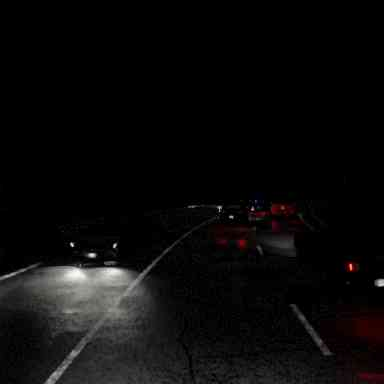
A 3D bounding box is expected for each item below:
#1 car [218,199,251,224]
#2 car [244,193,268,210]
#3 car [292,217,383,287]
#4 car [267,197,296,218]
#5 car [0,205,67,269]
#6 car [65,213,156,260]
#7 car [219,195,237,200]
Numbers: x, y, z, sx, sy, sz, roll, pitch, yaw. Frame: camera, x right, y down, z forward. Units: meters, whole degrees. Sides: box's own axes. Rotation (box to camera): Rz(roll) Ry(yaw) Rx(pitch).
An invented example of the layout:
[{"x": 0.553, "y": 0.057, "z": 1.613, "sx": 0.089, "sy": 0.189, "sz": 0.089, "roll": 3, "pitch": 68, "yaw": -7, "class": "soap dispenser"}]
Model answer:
[{"x": 3.134, "y": 1.494, "z": 24.429, "sx": 1.812, "sy": 1.442, "sz": 4.674, "roll": 0, "pitch": 0, "yaw": 13, "class": "car"}, {"x": 8.529, "y": 1.180, "z": 41.691, "sx": 2.150, "sy": 2.045, "sz": 5.566, "roll": 0, "pitch": 0, "yaw": 22, "class": "car"}, {"x": 4.160, "y": 1.598, "z": 9.141, "sx": 1.895, "sy": 1.301, "sz": 4.718, "roll": 0, "pitch": 0, "yaw": 5, "class": "car"}, {"x": 8.059, "y": 1.332, "z": 29.495, "sx": 2.097, "sy": 1.767, "sz": 4.553, "roll": 0, "pitch": 0, "yaw": 15, "class": "car"}, {"x": -6.338, "y": 1.314, "z": 11.025, "sx": 2.097, "sy": 1.767, "sz": 4.553, "roll": 0, "pitch": 0, "yaw": 6, "class": "car"}, {"x": -2.721, "y": 1.517, "z": 12.651, "sx": 2.033, "sy": 1.411, "sz": 5.357, "roll": 0, "pitch": 0, "yaw": 7, "class": "car"}, {"x": 5.763, "y": 1.268, "z": 52.949, "sx": 2.097, "sy": 1.767, "sz": 4.553, "roll": 0, "pitch": 0, "yaw": 27, "class": "car"}]
